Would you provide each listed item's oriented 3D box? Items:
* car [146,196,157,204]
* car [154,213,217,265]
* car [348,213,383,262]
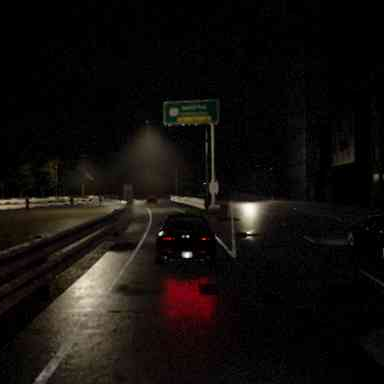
[{"bbox_3d":[-7.340,1.431,60.703,1.882,1.535,5.008,-1,0,-9],"label":"car"},{"bbox_3d":[-0.254,1.495,11.690,1.837,1.490,4.892,0,0,-3],"label":"car"},{"bbox_3d":[6.786,1.441,11.069,1.837,1.490,4.892,-1,0,7],"label":"car"}]
